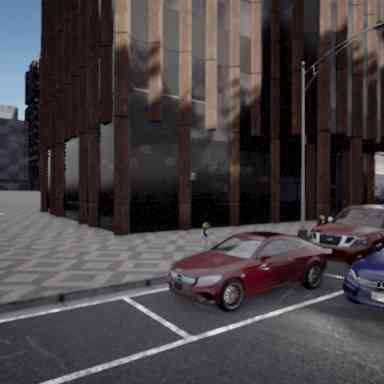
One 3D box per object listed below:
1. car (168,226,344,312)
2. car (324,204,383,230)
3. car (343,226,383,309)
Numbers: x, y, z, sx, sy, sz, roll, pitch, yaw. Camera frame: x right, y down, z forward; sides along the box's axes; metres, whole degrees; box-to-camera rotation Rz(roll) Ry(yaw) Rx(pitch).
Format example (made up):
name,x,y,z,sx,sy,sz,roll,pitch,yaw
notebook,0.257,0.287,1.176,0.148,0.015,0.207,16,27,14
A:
name,x,y,z,sx,sy,sz,roll,pitch,yaw
car,1.443,1.603,7.690,4.206,1.307,1.802,0,0,-36
car,5.880,1.357,10.869,5.009,1.841,2.192,0,0,-36
car,5.130,1.556,7.056,4.674,1.442,1.812,0,0,-36
